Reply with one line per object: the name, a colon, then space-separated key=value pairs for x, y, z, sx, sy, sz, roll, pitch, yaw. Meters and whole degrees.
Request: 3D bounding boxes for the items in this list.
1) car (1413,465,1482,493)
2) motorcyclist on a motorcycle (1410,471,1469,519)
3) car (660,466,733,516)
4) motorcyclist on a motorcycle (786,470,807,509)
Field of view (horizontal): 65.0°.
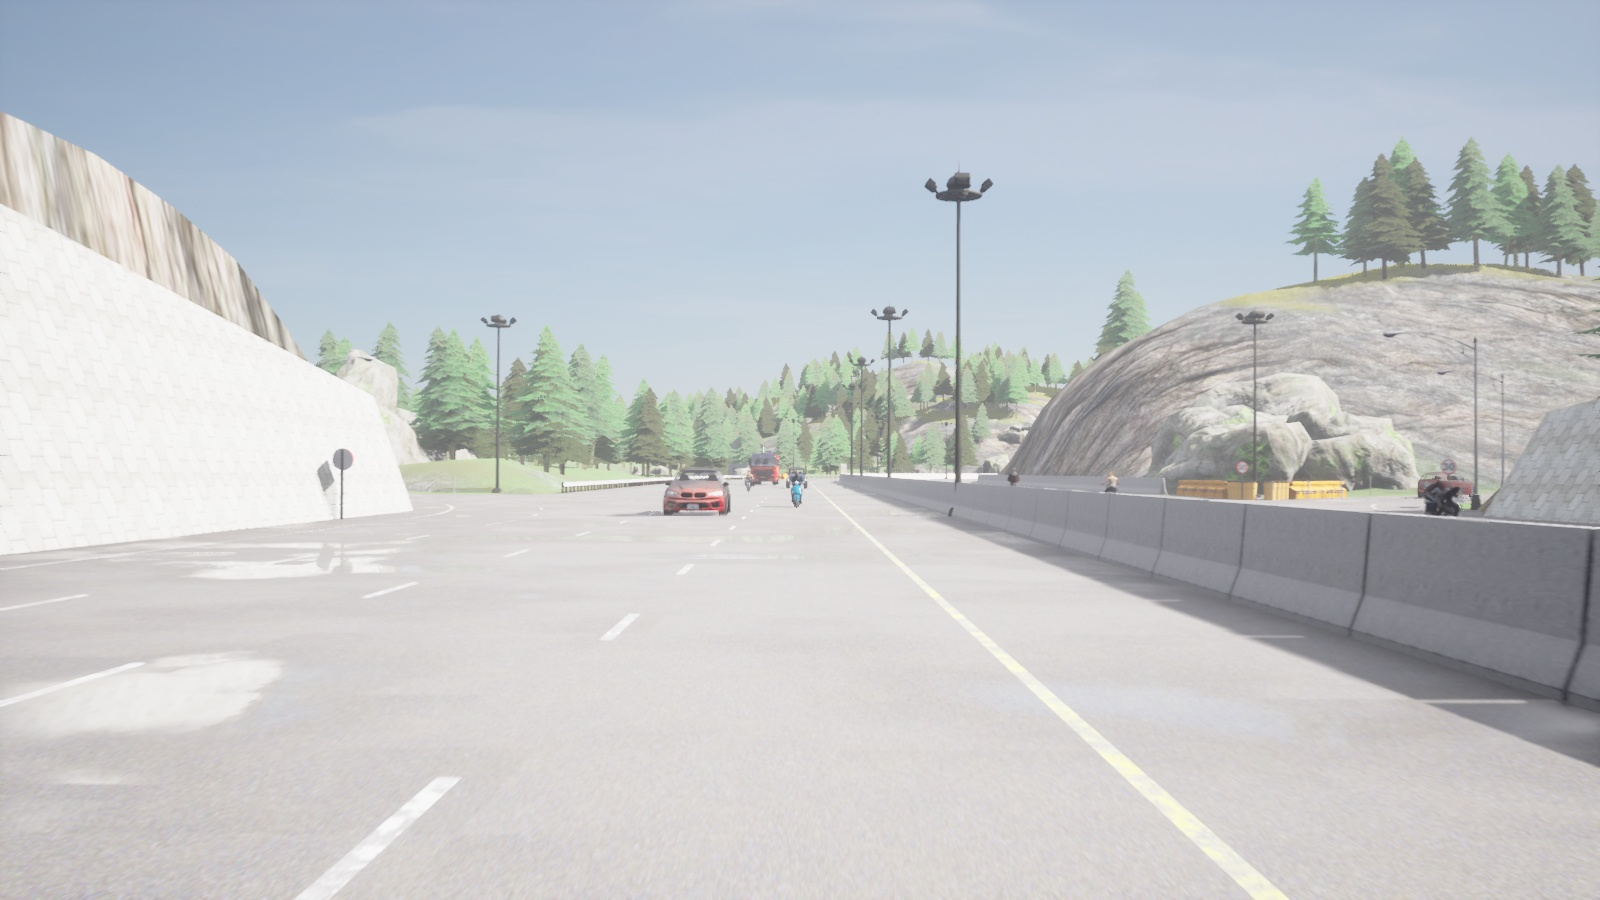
car: x=41.251 y=1.827 z=79.957 sx=4.611 sy=1.667 sz=2.242 roll=0 pitch=-1 yaw=-39
motorcyclist on a motorcycle: x=20.999 y=1.456 z=41.264 sx=0.866 sy=1.530 sz=2.191 roll=0 pitch=-1 yaw=2
car: x=-3.609 y=1.420 z=44.586 sx=2.242 sy=1.667 sz=4.611 roll=0 pitch=-1 yaw=0
motorcyclist on a motorcycle: x=-0.129 y=1.660 z=53.226 sx=0.866 sy=1.590 sz=1.817 roll=0 pitch=-1 yaw=0
